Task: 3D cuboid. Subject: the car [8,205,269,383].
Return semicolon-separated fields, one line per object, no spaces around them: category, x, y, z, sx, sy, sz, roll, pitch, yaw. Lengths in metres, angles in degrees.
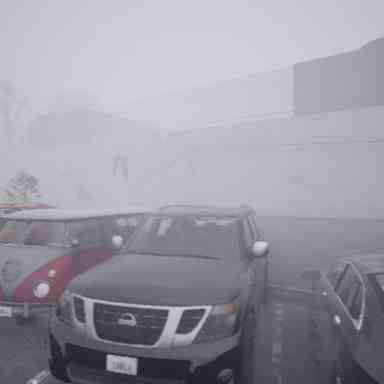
car;0.100;1.270;5.699;2.435;2.045;5.566;0;-1;15

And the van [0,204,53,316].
van;-2.353;1.324;7.346;1.878;1.987;4.442;0;-1;16

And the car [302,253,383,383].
car;2.528;1.492;3.987;2.231;1.521;4.892;-1;-1;15
